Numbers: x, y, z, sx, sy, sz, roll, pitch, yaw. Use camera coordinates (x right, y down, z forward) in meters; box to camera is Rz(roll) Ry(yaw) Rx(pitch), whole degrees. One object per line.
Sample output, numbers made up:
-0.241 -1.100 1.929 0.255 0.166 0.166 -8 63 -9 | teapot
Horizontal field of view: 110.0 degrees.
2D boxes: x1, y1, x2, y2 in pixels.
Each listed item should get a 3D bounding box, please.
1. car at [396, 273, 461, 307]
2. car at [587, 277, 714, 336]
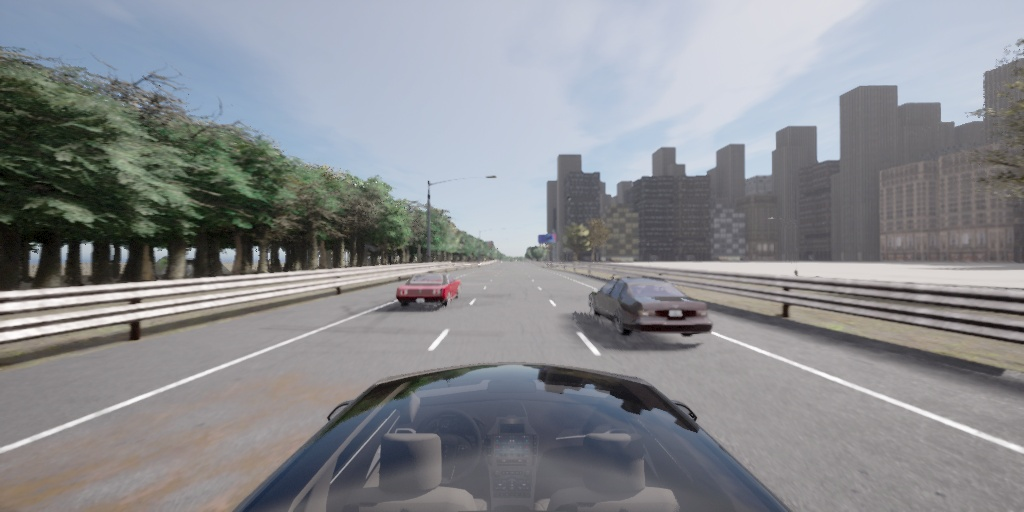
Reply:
-3.396 1.383 15.554 1.895 1.301 4.718 0 0 0 | car
3.601 1.315 10.415 2.033 1.411 5.357 0 0 0 | car
